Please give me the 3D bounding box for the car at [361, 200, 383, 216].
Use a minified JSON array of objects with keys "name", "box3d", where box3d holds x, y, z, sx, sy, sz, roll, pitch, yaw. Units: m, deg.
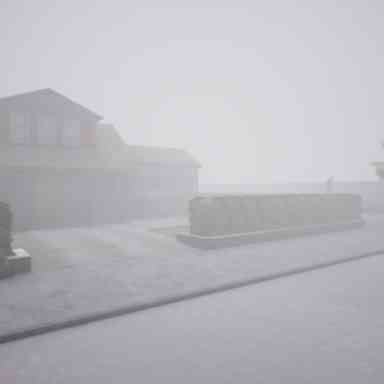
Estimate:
[{"name":"car","box3d":[15.587,1.403,30.573,1.895,1.301,4.718,0,0,-35]}]
